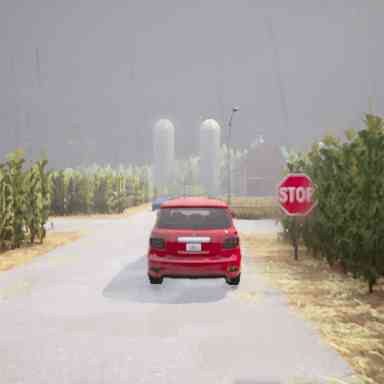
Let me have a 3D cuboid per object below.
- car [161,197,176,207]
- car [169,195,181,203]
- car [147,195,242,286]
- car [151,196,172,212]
[{"bbox_3d":[-3.289,1.397,47.294,1.895,1.301,4.718,0,0,0],"label":"car"},{"bbox_3d":[-3.248,1.262,64.350,2.033,1.411,5.357,0,0,0],"label":"car"},{"bbox_3d":[0.097,1.187,9.519,2.150,2.045,5.566,0,1,1],"label":"car"},{"bbox_3d":[-3.272,1.283,36.730,1.882,1.535,5.008,0,0,0],"label":"car"}]
